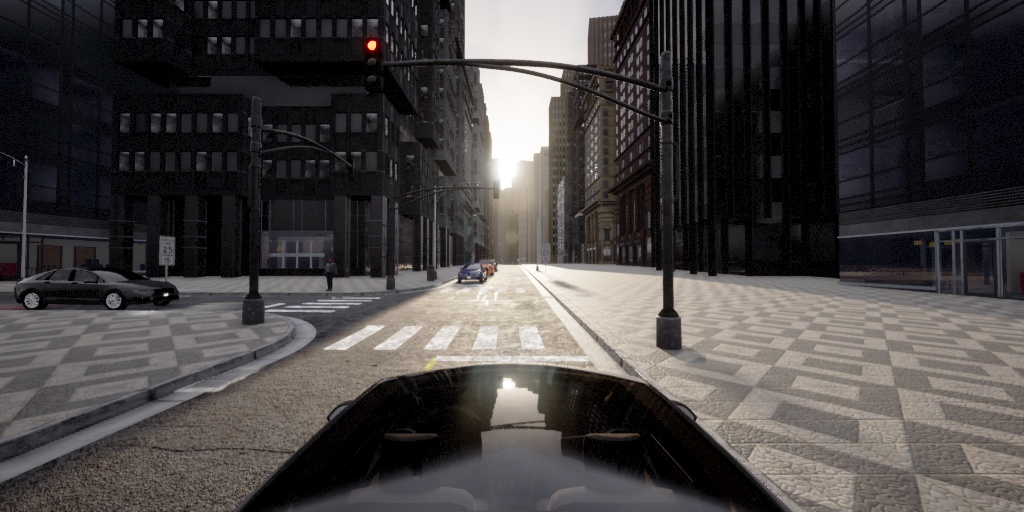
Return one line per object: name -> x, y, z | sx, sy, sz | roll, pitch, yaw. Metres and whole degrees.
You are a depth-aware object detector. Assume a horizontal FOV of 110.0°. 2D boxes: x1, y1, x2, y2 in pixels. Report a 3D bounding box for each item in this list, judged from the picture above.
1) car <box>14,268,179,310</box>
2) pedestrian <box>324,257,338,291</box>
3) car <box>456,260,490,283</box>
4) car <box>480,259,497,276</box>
car -> -15.342, 1.191, 13.401 | 4.892, 1.490, 1.837 | 0, -1, 0
pedestrian -> -9.967, 0.974, 19.623 | 0.375, 1.860, 0.375 | 0, -1, 0
car -> -3.043, 1.289, 28.264 | 1.812, 1.442, 4.674 | 0, 0, 2
car -> -3.018, 1.137, 38.269 | 2.097, 1.767, 4.553 | 0, 0, 0
